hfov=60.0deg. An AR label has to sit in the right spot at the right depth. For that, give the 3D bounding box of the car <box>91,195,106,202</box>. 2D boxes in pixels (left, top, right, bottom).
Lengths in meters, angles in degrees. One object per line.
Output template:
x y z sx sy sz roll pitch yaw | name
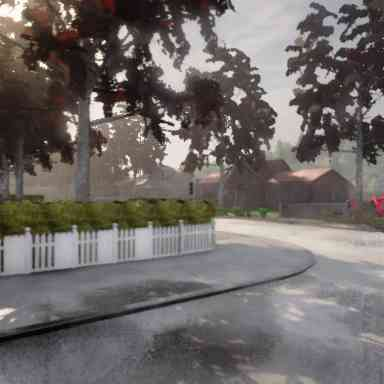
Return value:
-12.619 1.372 43.120 2.150 2.045 5.566 1 -1 -35 | car
